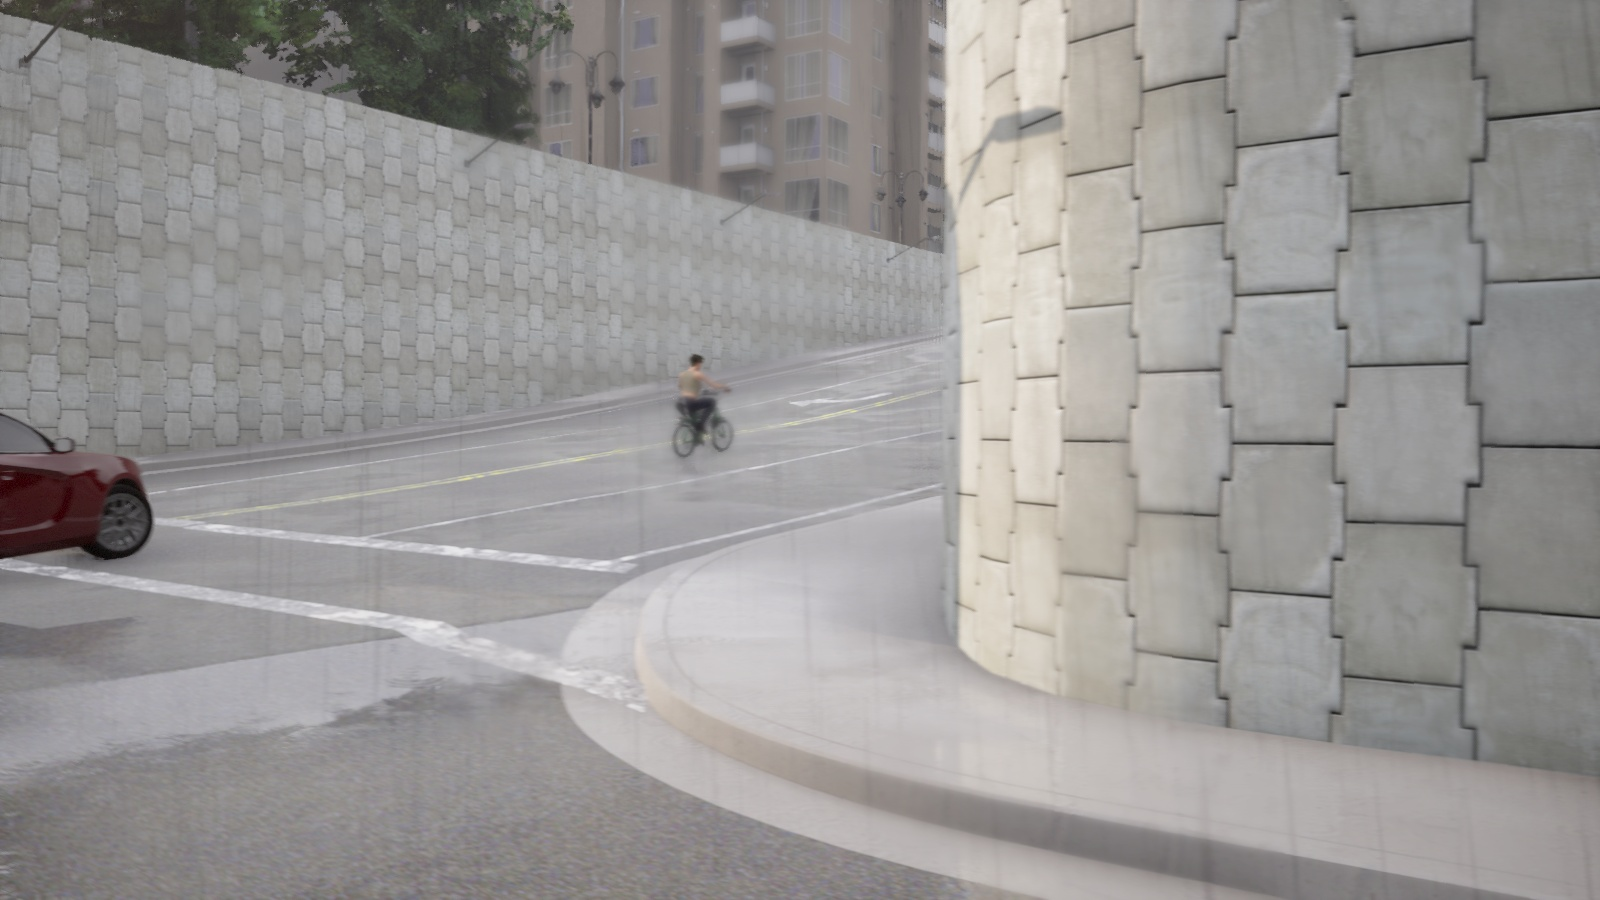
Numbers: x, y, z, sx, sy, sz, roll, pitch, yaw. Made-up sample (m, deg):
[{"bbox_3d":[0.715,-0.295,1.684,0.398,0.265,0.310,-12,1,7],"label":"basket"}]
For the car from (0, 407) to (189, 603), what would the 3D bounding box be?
[{"bbox_3d":[-7.211,0.441,10.252,1.882,1.535,5.008,-2,2,1],"label":"car"}]

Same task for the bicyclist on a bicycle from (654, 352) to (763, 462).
[{"bbox_3d":[-1.431,-0.700,19.911,0.866,1.612,1.509,0,7,35],"label":"bicyclist on a bicycle"}]
